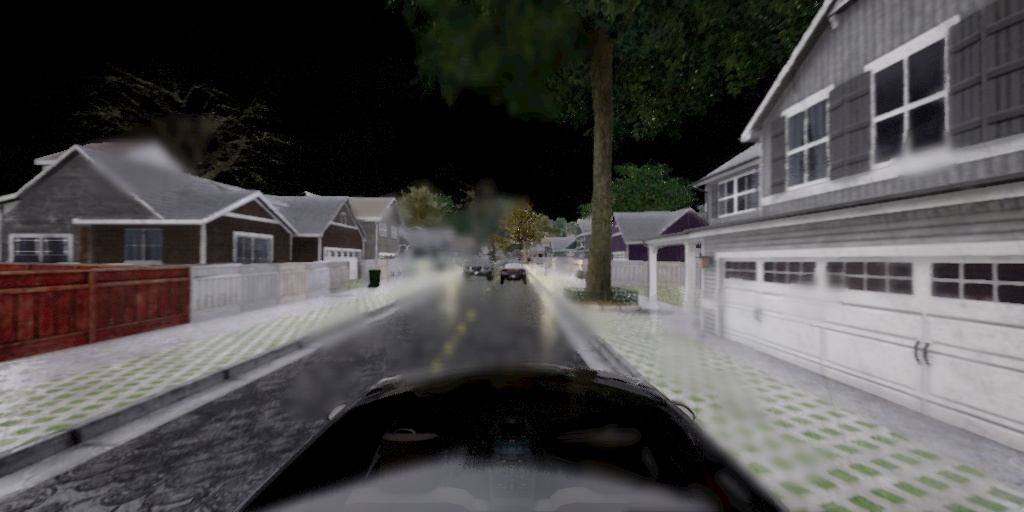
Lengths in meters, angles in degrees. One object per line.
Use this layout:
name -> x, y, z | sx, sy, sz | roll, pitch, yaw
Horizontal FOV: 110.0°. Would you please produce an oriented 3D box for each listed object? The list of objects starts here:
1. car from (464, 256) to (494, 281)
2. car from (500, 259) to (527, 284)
car -> -2.683, 0.973, 30.382 | 2.150, 2.045, 5.566 | 0, 0, 0
car -> 0.108, 1.231, 26.901 | 1.882, 1.535, 5.008 | 0, 0, 0
